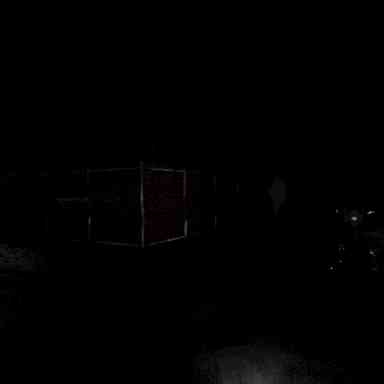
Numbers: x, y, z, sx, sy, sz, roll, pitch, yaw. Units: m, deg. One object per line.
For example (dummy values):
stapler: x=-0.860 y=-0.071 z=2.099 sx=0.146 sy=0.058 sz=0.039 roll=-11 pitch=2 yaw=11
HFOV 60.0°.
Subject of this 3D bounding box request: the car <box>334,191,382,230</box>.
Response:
car: x=10.275 y=1.067 z=20.511 sx=2.150 sy=2.045 sz=5.566 roll=-1 pitch=0 yaw=31
